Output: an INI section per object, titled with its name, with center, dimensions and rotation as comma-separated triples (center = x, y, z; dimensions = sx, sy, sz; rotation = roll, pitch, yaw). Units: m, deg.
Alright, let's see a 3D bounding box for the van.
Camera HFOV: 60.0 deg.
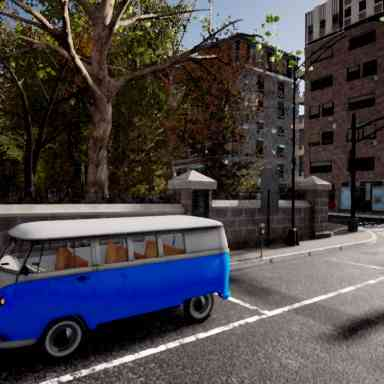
[van]
center = -1.202, 1.341, 5.644
dimensions = 3.998, 1.788, 1.690
rotation = 0, 1, -36
